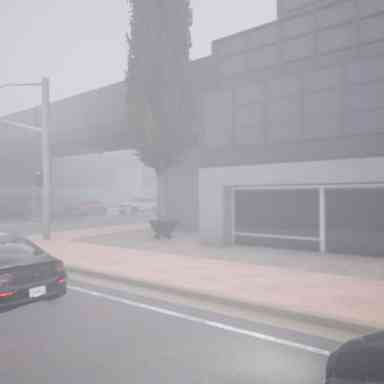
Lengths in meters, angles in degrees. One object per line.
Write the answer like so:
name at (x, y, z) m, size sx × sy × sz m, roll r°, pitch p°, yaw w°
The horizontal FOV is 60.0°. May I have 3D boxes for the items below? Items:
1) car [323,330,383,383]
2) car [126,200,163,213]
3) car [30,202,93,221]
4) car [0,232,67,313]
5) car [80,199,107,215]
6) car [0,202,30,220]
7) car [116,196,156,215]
car at (3.150, 1.507, 1.741) m, size 4.674 × 1.442 × 1.812 m, roll -1°, pitch 0°, yaw 36°
car at (-6.277, 1.831, 44.130) m, size 1.882 × 1.535 × 5.008 m, roll -1°, pitch 0°, yaw 36°
car at (-11.819, 1.914, 30.441) m, size 1.895 × 1.301 × 4.718 m, roll -1°, pitch 0°, yaw 36°
car at (-4.602, 1.616, 7.235) m, size 4.674 × 1.442 × 1.812 m, roll -1°, pitch 0°, yaw 36°
car at (-11.682, 1.705, 36.627) m, size 2.097 × 1.767 × 4.553 m, roll -1°, pitch 0°, yaw 36°
car at (-16.768, 1.705, 29.559) m, size 2.097 × 1.767 × 4.553 m, roll -1°, pitch 0°, yaw 36°
car at (-6.117, 1.535, 38.375) m, size 2.150 × 2.045 × 5.566 m, roll -1°, pitch 0°, yaw 35°
